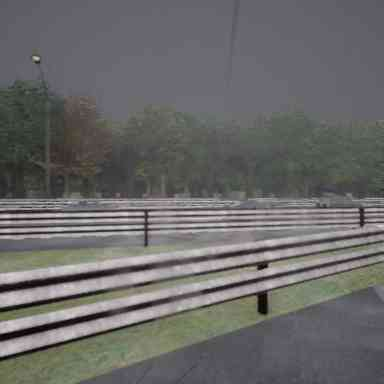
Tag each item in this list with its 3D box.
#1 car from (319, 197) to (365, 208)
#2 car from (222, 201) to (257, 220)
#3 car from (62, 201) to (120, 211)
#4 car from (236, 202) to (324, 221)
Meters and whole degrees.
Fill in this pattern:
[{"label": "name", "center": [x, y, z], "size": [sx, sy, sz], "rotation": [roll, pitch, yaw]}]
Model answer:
[{"label": "car", "center": [13.708, 1.214, 30.638], "size": [4.553, 1.767, 2.097], "rotation": [0, 0, -18]}, {"label": "car", "center": [4.347, 1.363, 23.961], "size": [4.674, 1.442, 1.812], "rotation": [0, 0, -18]}, {"label": "car", "center": [-7.193, 1.351, 23.940], "size": [4.181, 1.385, 1.994], "rotation": [1, 0, -18]}, {"label": "car", "center": [5.440, 1.448, 20.638], "size": [4.718, 1.301, 1.895], "rotation": [0, 0, -18]}]
